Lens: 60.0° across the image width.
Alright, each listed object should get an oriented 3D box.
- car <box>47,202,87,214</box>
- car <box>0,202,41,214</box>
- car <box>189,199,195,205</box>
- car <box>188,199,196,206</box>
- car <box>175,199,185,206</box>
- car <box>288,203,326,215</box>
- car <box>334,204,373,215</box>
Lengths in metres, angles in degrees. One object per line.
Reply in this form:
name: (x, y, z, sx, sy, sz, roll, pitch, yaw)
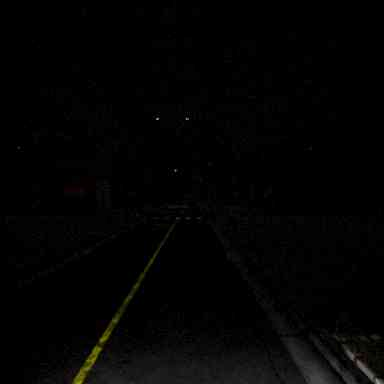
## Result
car: (-15.079, 1.932, 40.202, 4.507, 1.381, 1.887, 0, -1, 0)
car: (-20.928, 1.900, 40.167, 4.829, 1.417, 1.752, 0, -1, 0)
car: (-0.012, 2.799, 92.587, 1.837, 1.490, 4.892, 0, -1, 0)
car: (-0.010, 2.649, 82.155, 1.812, 1.442, 4.674, 0, -1, 0)
car: (-2.760, 2.400, 77.610, 2.097, 1.767, 4.553, 0, -1, 0)
car: (13.951, 2.032, 40.376, 4.403, 1.369, 2.008, 0, -1, 0)
car: (19.626, 2.071, 40.410, 4.313, 1.339, 1.947, 0, -1, 0)
